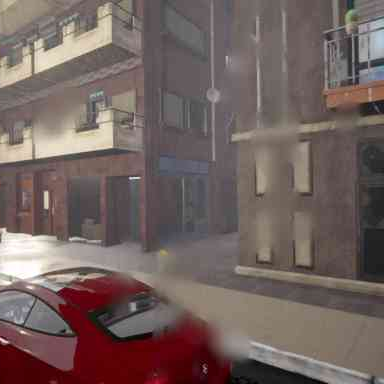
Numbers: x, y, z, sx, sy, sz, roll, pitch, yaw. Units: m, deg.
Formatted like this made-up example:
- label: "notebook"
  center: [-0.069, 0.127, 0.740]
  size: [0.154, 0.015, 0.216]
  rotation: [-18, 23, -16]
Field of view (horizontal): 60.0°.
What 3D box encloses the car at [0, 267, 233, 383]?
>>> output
- label: "car"
  center: [-1.545, 1.583, 3.955]
  size: [4.206, 1.307, 1.802]
  rotation: [0, -1, 36]
